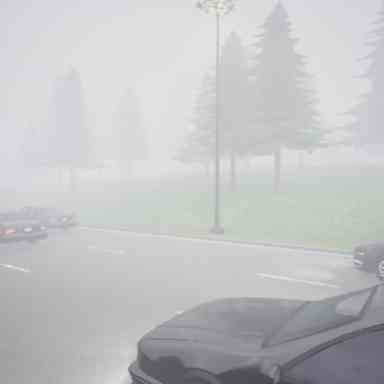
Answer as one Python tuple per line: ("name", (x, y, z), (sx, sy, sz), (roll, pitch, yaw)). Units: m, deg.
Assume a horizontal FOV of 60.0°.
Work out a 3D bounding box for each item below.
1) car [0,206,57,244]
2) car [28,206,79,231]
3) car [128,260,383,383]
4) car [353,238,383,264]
("car", (-8.335, 1.484, 14.232), (5.357, 1.411, 2.033), (0, 0, 36))
("car", (-8.662, 1.472, 18.761), (5.357, 1.411, 2.033), (0, 0, 36))
("car", (1.965, 1.549, 2.593), (5.357, 1.411, 2.033), (0, 0, 35))
("car", (6.539, 1.507, 7.928), (4.892, 1.490, 1.837), (0, 0, 35))
